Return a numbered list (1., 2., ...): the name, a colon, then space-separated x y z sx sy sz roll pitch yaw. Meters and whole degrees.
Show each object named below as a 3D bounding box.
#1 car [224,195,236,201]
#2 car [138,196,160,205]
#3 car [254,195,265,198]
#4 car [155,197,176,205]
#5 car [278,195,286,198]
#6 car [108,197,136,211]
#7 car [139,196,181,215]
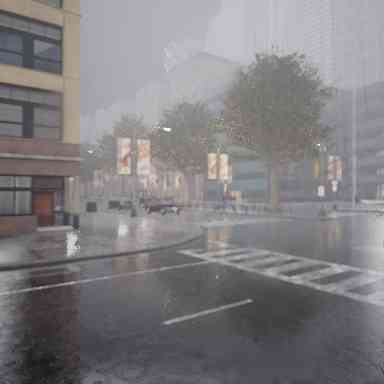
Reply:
1. car: 8.142 1.422 76.893 2.161 1.482 4.786 0 0 -36
2. car: -7.855 1.483 60.059 1.882 1.535 5.008 0 0 -36
3. car: 17.792 1.473 83.345 1.895 1.301 4.718 0 0 -36
4. car: -5.014 1.570 62.104 1.994 1.385 4.181 0 0 -36
5. car: 18.620 1.329 69.413 2.002 1.452 4.674 0 0 -36
6. car: -8.789 1.358 41.548 2.097 1.767 4.553 0 0 -35
7. car: -3.009 1.495 33.479 2.128 1.511 4.902 0 0 -36
